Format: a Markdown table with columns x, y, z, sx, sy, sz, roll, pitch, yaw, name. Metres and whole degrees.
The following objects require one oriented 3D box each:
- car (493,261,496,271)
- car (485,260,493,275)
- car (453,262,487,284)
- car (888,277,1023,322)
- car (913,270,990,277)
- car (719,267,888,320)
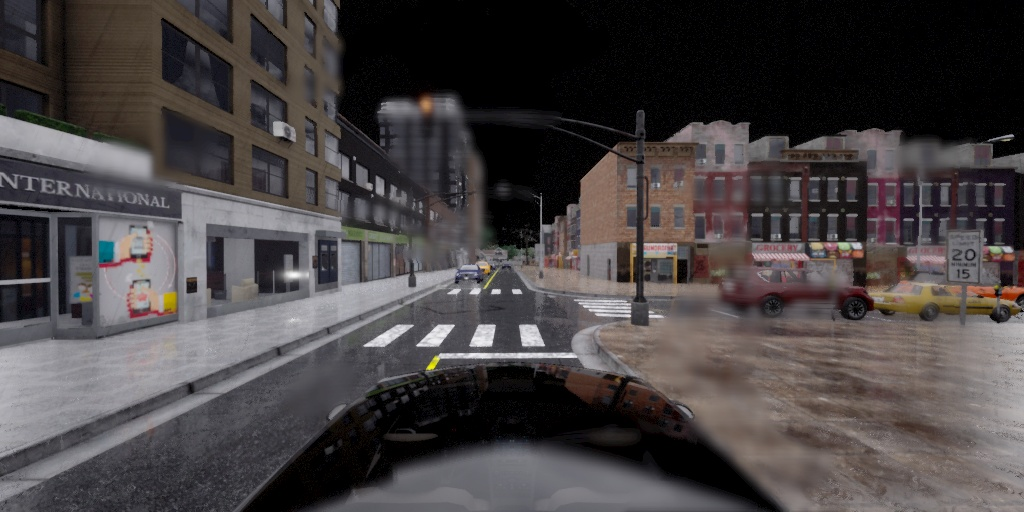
| x | y | z | sx | sy | sz | roll | pitch | yaw | name |
| --- | --- | --- | --- | --- | --- | --- | --- | --- | --- |
| -3.758 | 1.474 | 59.292 | 2.097 | 1.767 | 4.553 | 0 | -1 | 0 | car |
| -3.512 | 1.392 | 41.156 | 1.882 | 1.535 | 5.008 | 0 | -1 | -1 | car |
| -3.292 | 1.351 | 28.252 | 1.812 | 1.442 | 4.674 | 0 | 0 | 0 | car |
| 16.316 | 1.659 | 13.729 | 4.829 | 1.417 | 1.751 | 0 | 0 | -1 | car |
| 20.606 | 1.545 | 16.321 | 4.553 | 1.767 | 2.097 | 1 | 1 | -1 | car |
| 10.602 | 1.346 | 13.643 | 5.009 | 1.841 | 2.192 | 0 | 0 | -1 | car |
